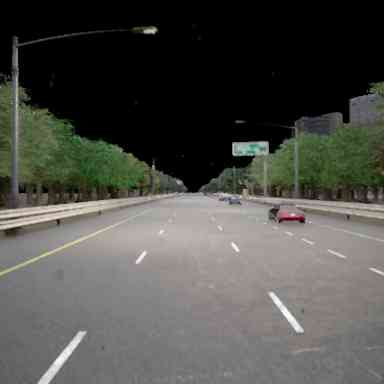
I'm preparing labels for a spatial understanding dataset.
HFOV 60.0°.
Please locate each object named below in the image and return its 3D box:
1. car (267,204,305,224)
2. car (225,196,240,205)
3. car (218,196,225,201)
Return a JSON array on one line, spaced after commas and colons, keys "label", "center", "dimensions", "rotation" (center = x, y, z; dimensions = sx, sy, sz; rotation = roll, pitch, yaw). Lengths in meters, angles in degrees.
[{"label": "car", "center": [7.031, 1.569, 25.144], "dimensions": [1.994, 1.385, 4.181], "rotation": [0, 0, 0]}, {"label": "car", "center": [7.163, 1.510, 56.985], "dimensions": [1.812, 1.442, 4.674], "rotation": [0, 0, 0]}, {"label": "car", "center": [7.274, 1.548, 78.396], "dimensions": [1.895, 1.301, 4.718], "rotation": [0, 0, 0]}]
